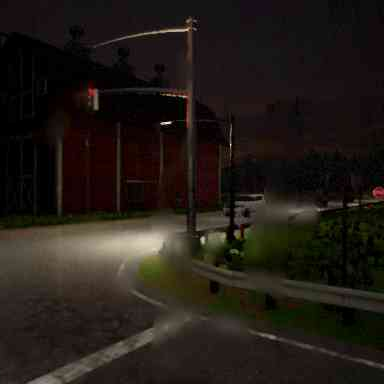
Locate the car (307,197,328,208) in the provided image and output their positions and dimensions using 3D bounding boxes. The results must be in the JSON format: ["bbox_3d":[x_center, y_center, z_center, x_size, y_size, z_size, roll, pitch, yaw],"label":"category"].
[{"bbox_3d":[18.470,1.522,48.726,1.837,1.490,4.892,0,0,37],"label":"car"}]

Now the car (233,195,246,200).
[{"bbox_3d":[12.791,1.493,89.280,1.784,1.438,3.905,0,0,36],"label":"car"}]

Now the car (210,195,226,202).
[{"bbox_3d":[6.188,1.480,78.173,1.816,1.474,4.193,0,0,36],"label":"car"}]

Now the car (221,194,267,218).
[{"bbox_3d":[5.011,1.230,30.835,2.150,2.045,5.566,0,0,37],"label":"car"}]
